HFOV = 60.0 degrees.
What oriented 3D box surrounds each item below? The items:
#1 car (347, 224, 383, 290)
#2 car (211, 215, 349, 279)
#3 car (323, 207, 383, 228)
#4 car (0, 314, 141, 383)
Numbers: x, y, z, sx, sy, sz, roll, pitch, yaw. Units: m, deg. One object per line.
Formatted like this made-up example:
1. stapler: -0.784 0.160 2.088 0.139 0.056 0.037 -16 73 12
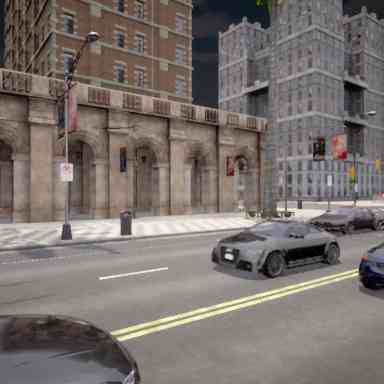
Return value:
1. car: 5.809 1.562 7.887 4.181 1.385 1.994 0 0 -36
2. car: 2.629 1.562 10.154 4.181 1.385 1.994 0 0 -35
3. car: 8.933 1.543 18.892 5.357 1.411 2.033 0 0 -35
4. car: -2.641 1.492 1.866 4.902 1.511 2.128 0 0 -35
